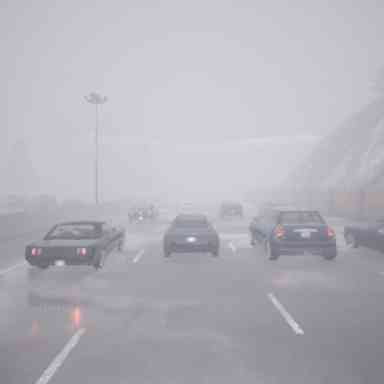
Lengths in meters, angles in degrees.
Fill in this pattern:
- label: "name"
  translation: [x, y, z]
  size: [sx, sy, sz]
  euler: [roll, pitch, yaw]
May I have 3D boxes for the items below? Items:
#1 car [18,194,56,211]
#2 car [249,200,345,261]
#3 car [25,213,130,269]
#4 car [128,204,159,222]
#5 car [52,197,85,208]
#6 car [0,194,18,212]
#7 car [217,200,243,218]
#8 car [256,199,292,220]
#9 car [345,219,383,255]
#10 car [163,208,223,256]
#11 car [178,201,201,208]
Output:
- label: "car"
  translation: [-18.019, 1.256, 39.880]
  size: [2.150, 2.045, 5.566]
  euler: [0, 0, -1]
- label: "car"
  translation: [3.462, 1.315, 12.288]
  size: [2.097, 1.767, 4.553]
  euler: [0, 0, 0]
- label: "car"
  translation: [-3.525, 1.602, 11.074]
  size: [1.895, 1.301, 4.718]
  euler: [0, 0, 0]
- label: "car"
  translation: [-3.691, 1.579, 26.105]
  size: [1.895, 1.301, 4.718]
  euler: [0, 0, 0]
- label: "car"
  translation: [-14.524, 1.562, 40.359]
  size: [2.033, 1.411, 5.357]
  euler: [0, 0, -1]
- label: "car"
  translation: [-21.518, 1.275, 39.830]
  size: [2.150, 2.045, 5.566]
  euler: [0, 0, -1]
- label: "car"
  translation: [3.280, 1.413, 29.403]
  size: [1.882, 1.535, 5.008]
  euler: [0, 0, 0]
- label: "car"
  translation: [6.792, 1.423, 28.152]
  size: [1.837, 1.490, 4.892]
  euler: [0, 0, 0]
- label: "car"
  translation: [6.973, 1.545, 11.216]
  size: [1.895, 1.301, 4.718]
  euler: [0, 0, 0]
- label: "car"
  translation: [-0.042, 1.543, 13.033]
  size: [1.994, 1.385, 4.181]
  euler: [0, 0, 0]
- label: "car"
  translation: [-0.214, 1.481, 28.820]
  size: [1.812, 1.442, 4.674]
  euler: [0, 0, 0]
